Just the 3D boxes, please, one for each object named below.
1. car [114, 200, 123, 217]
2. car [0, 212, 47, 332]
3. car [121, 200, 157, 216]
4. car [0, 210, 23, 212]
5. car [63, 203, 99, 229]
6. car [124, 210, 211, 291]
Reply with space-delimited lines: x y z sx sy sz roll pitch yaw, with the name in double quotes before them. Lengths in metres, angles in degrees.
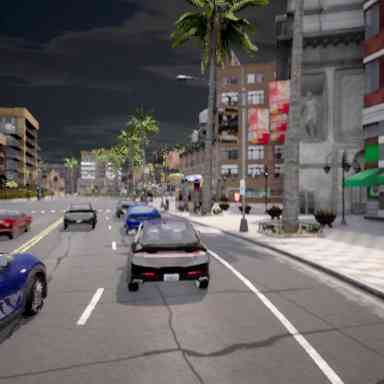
"car" -6.022 1.467 30.503 1.837 1.490 4.892 0 1 -15
"car" -3.773 1.345 4.567 2.097 1.767 4.553 0 0 -2
"car" -2.921 1.452 19.222 1.882 1.535 5.008 0 0 -14
"car" -9.511 1.579 16.780 1.895 1.301 4.718 0 0 -14
"car" -7.078 1.464 21.366 2.128 1.511 4.902 0 0 -15
"car" -0.722 1.480 9.019 2.128 1.511 4.902 0 0 -7
